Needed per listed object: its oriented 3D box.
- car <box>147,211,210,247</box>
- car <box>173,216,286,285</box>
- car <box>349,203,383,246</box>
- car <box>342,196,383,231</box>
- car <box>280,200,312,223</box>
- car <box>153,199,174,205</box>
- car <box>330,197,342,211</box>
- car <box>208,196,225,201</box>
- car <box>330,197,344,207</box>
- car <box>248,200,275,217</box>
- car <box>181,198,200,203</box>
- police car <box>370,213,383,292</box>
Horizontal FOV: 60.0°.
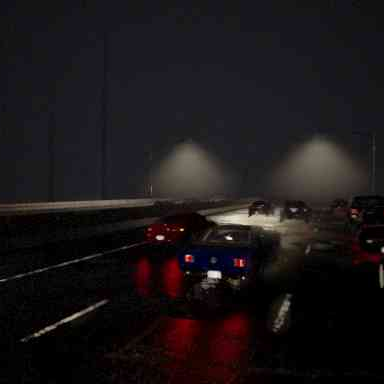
[{"bbox_3d":[-0.315,1.571,14.772,1.812,1.442,4.674,0,0,23],"label":"car"},{"bbox_3d":[1.383,1.624,9.751,1.895,1.301,4.718,0,0,23],"label":"car"},{"bbox_3d":[8.343,1.485,14.879,1.882,1.535,5.008,0,0,23],"label":"car"},{"bbox_3d":[10.663,1.235,20.444,2.150,2.045,5.566,0,0,23],"label":"car"},{"bbox_3d":[8.269,1.392,26.265,2.097,1.767,4.553,0,0,23],"label":"car"},{"bbox_3d":[-4.334,1.731,51.099,1.994,1.385,4.181,0,0,23],"label":"car"},{"bbox_3d":[18.188,1.542,41.093,1.837,1.490,4.892,0,0,23],"label":"car"},{"bbox_3d":[3.892,1.486,52.637,2.097,1.767,4.553,0,0,23],"label":"car"},{"bbox_3d":[23.791,1.597,54.640,2.033,1.411,5.357,0,0,23],"label":"car"},{"bbox_3d":[6.612,1.566,31.379,1.837,1.490,4.892,0,0,23],"label":"car"},{"bbox_3d":[-0.197,1.676,51.926,1.812,1.442,4.674,0,0,23],"label":"car"},{"bbox_3d":[4.535,1.422,5.751,1.930,1.638,5.238,0,0,23],"label":"police car"}]
